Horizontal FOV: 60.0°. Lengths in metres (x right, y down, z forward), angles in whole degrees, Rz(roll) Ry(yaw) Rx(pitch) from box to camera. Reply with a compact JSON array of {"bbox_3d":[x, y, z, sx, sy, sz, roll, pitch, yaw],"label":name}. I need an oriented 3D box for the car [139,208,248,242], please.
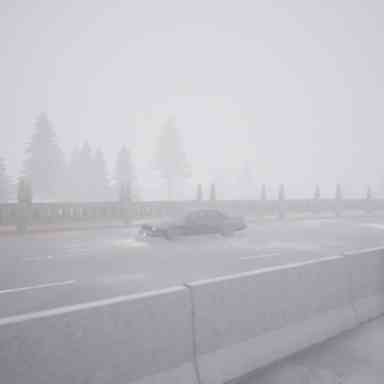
[{"bbox_3d":[0.183,1.504,16.279,5.357,1.411,2.033,0,0,-30],"label":"car"}]
